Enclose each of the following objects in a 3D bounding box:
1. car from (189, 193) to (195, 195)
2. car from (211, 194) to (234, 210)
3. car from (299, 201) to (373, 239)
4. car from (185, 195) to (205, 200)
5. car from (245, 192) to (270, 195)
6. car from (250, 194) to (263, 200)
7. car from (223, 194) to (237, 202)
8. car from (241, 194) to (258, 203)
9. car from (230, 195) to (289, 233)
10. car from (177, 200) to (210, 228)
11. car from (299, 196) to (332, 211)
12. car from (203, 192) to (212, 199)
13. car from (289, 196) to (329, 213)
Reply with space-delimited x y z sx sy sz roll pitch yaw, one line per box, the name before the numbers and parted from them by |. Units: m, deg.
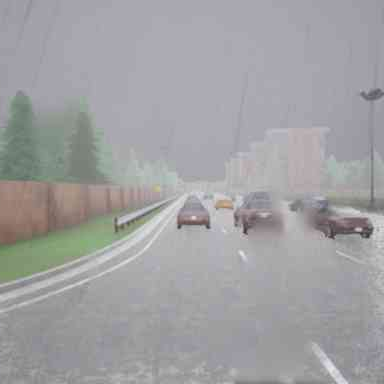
car | -0.019 1.045 70.722 1.812 1.442 4.674 0 0 0
car | 3.595 1.218 38.221 1.882 1.535 5.008 0 0 0
car | 7.097 1.414 16.455 1.812 1.442 4.674 0 0 0
car | 0.094 1.310 37.467 1.994 1.385 4.181 0 0 0
car | 7.095 0.979 35.807 2.150 2.045 5.566 0 0 0
car | 13.974 1.066 71.974 1.994 1.385 4.181 0 0 0
car | 7.004 1.077 61.443 2.128 1.511 4.902 0 1 0
car | 10.493 1.080 60.918 2.128 1.511 4.902 0 0 0
car | 3.596 1.224 18.655 2.097 1.767 4.553 0 0 0
car | 0.096 1.421 20.936 1.994 1.385 4.181 0 0 0
car | 14.094 1.219 38.224 1.882 1.535 5.008 0 0 0
car | 3.477 0.871 71.492 2.097 1.767 4.553 0 0 0
car | 10.595 1.336 31.173 2.033 1.411 5.357 0 0 0
